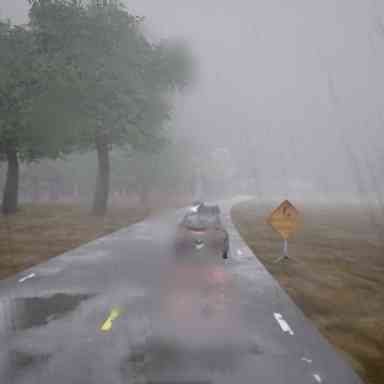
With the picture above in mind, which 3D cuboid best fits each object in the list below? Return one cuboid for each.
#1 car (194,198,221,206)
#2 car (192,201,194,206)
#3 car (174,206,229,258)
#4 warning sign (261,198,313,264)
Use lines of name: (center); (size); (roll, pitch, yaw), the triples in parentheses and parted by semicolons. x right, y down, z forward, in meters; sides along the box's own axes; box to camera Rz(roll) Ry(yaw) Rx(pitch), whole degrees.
car: (1.513, 1.527, 29.313); (1.882, 1.535, 5.008); (0, 0, 5)
car: (1.284, 1.643, 52.650); (1.895, 1.301, 4.718); (0, 0, 10)
car: (0.406, 1.523, 12.932); (2.128, 1.511, 4.902); (0, 0, 3)
warning sign: (2.847, 1.145, 10.114); (1.300, 1.860, 1.060); (1, 0, 2)
